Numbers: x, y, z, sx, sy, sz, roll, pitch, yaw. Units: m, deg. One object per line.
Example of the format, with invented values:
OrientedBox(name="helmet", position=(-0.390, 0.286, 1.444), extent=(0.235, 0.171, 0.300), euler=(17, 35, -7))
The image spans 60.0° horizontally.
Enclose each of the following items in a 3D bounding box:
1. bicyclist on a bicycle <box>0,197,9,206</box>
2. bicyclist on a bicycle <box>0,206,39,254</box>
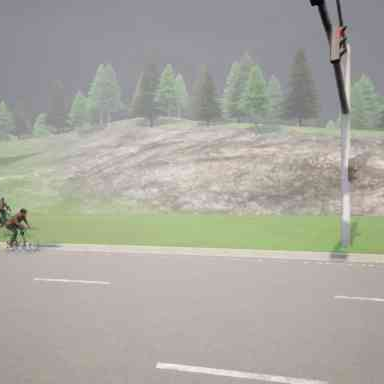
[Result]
OrientedBox(name="bicyclist on a bicycle", position=(-9.850, 1.109, 17.385), extent=(0.582, 1.620, 1.656), euler=(-4, 5, -2))
OrientedBox(name="bicyclist on a bicycle", position=(-6.314, 1.446, 12.201), extent=(1.656, 1.620, 0.582), euler=(1, 0, 15))
